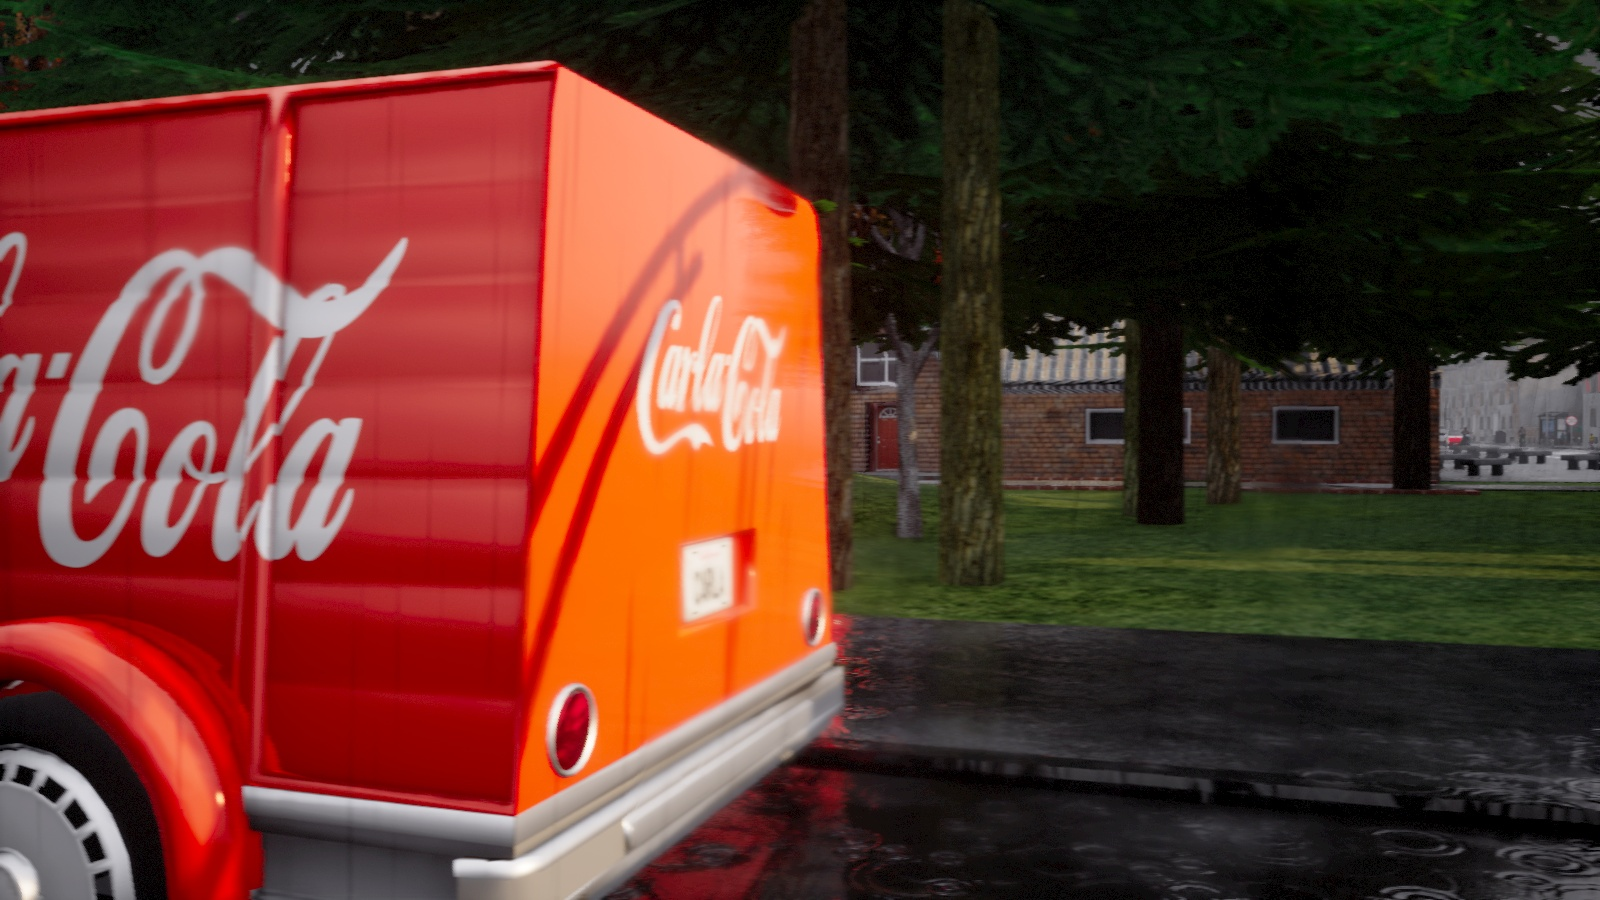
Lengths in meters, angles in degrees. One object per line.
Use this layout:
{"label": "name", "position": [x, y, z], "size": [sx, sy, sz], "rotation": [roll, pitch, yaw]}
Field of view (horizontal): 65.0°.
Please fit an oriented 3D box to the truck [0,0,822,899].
{"label": "truck", "position": [-2.803, 0.255, 4.655], "size": [5.204, 2.467, 2.627], "rotation": [1, 1, 19]}
